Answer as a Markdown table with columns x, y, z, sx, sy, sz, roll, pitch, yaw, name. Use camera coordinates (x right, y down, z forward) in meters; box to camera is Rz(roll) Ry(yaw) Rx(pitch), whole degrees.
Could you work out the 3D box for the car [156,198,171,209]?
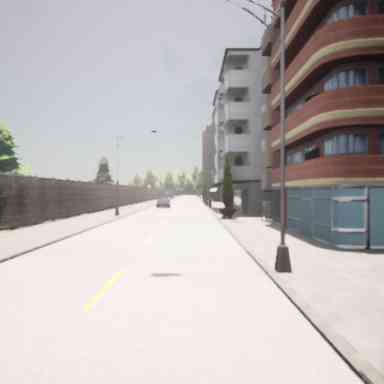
| x | y | z | sx | sy | sz | roll | pitch | yaw | name |
| --- | --- | --- | --- | --- | --- | --- | --- | --- | --- |
| -3.955 | 1.522 | 46.613 | 1.812 | 1.442 | 4.674 | 0 | 0 | 0 | car |
